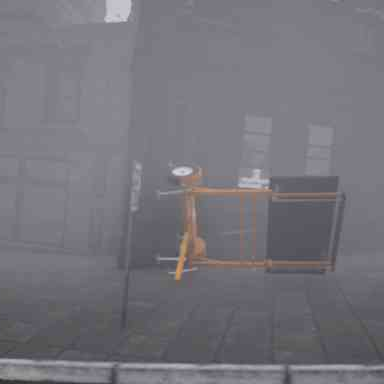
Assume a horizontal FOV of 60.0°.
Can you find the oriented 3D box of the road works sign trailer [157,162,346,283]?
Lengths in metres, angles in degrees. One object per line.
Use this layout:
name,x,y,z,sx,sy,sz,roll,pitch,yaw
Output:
road works sign trailer,1.179,0.887,6.915,3.560,2.380,2.880,-1,27,7
